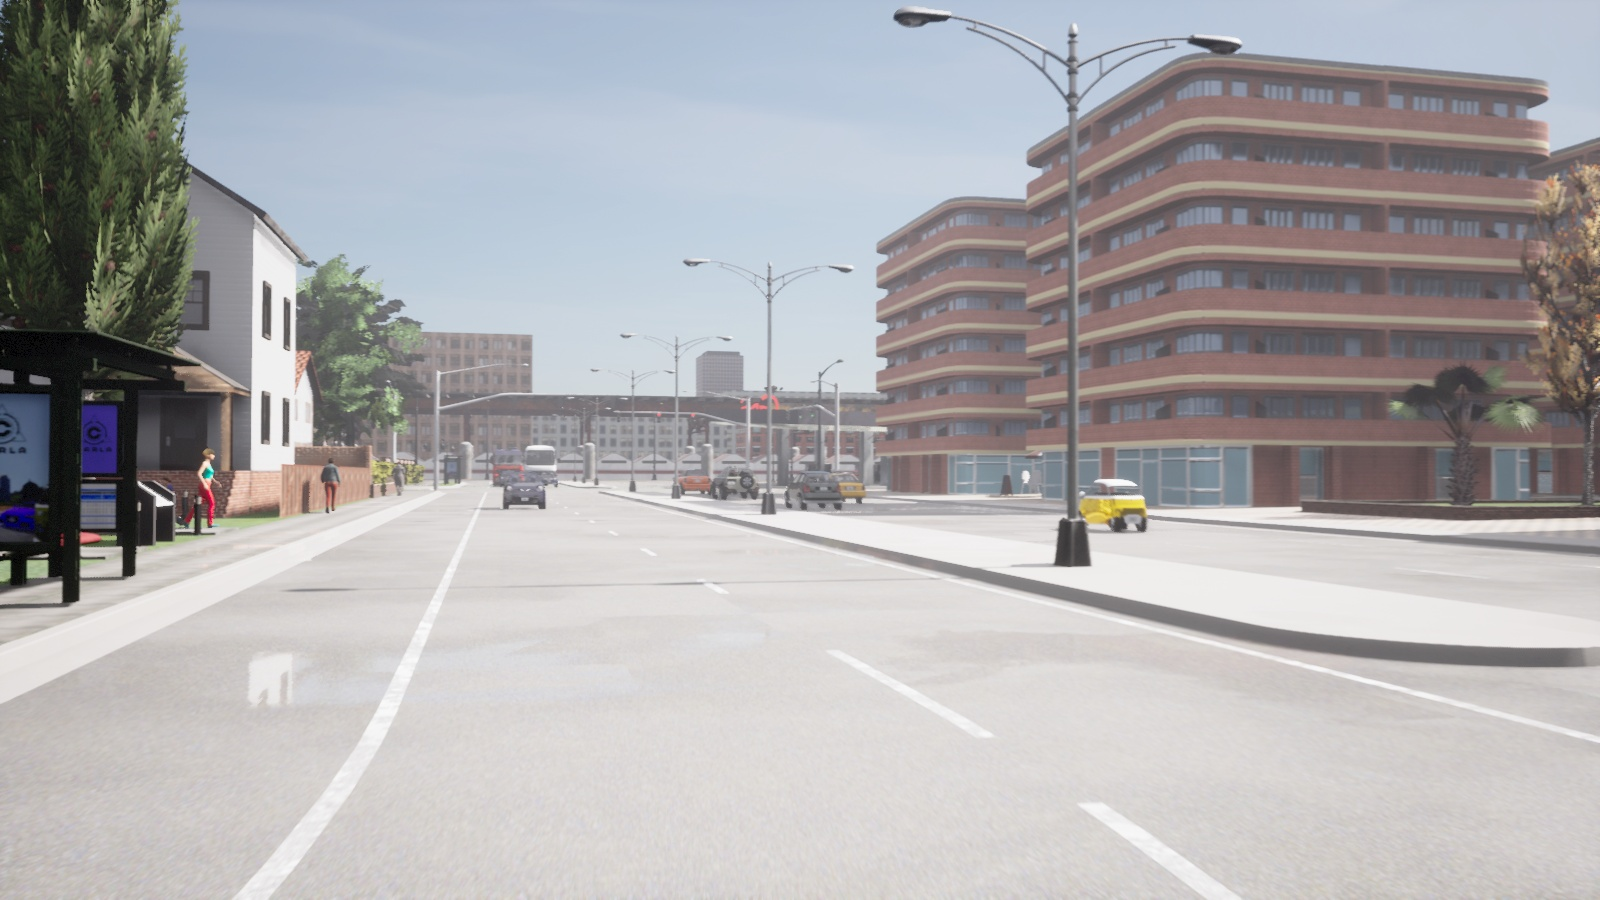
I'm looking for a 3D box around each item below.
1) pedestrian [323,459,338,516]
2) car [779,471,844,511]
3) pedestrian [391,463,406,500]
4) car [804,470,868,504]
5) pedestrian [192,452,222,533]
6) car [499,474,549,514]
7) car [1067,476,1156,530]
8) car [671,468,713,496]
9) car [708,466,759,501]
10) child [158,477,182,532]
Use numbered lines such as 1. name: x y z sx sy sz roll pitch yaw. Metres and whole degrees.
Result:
1. pedestrian: -15.230 1.219 40.742 0.353 1.847 0.614 0 -1 -13
2. car: 0.434 1.655 51.567 1.789 1.549 3.705 0 -1 -14
3. pedestrian: -21.497 1.690 67.211 0.659 1.952 0.873 0 -1 -12
4. car: 1.695 1.771 61.204 1.801 1.575 5.366 0 -1 -14
5. pedestrian: -13.455 0.957 28.514 0.594 1.836 0.345 0 -1 -23
6. car: -11.042 1.716 50.090 1.845 1.501 3.633 0 -1 -14
7. car: 8.324 1.397 33.705 1.481 1.376 2.207 0 -1 -12
8. car: -7.166 2.092 82.842 2.097 1.767 4.553 0 -1 -13
9. car: -3.683 1.795 68.512 1.932 1.855 4.605 0 -1 -14
10. child: -14.462 1.246 28.817 0.437 1.263 0.270 0 -1 -14
